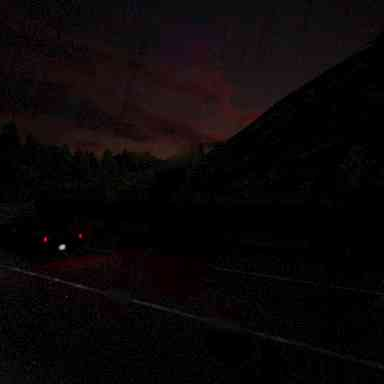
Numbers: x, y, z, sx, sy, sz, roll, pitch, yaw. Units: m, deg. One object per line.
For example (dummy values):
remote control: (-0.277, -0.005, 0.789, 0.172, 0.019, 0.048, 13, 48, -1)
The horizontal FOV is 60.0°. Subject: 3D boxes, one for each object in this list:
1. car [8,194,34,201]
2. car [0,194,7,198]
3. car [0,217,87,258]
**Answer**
car: (-36.198, 1.210, 71.360, 1.812, 1.442, 4.674, 0, 1, 28)
car: (-39.056, 1.154, 73.432, 1.882, 1.535, 5.008, 0, 1, 28)
car: (-6.195, 1.593, 12.768, 4.718, 1.301, 1.895, 0, 0, 38)
